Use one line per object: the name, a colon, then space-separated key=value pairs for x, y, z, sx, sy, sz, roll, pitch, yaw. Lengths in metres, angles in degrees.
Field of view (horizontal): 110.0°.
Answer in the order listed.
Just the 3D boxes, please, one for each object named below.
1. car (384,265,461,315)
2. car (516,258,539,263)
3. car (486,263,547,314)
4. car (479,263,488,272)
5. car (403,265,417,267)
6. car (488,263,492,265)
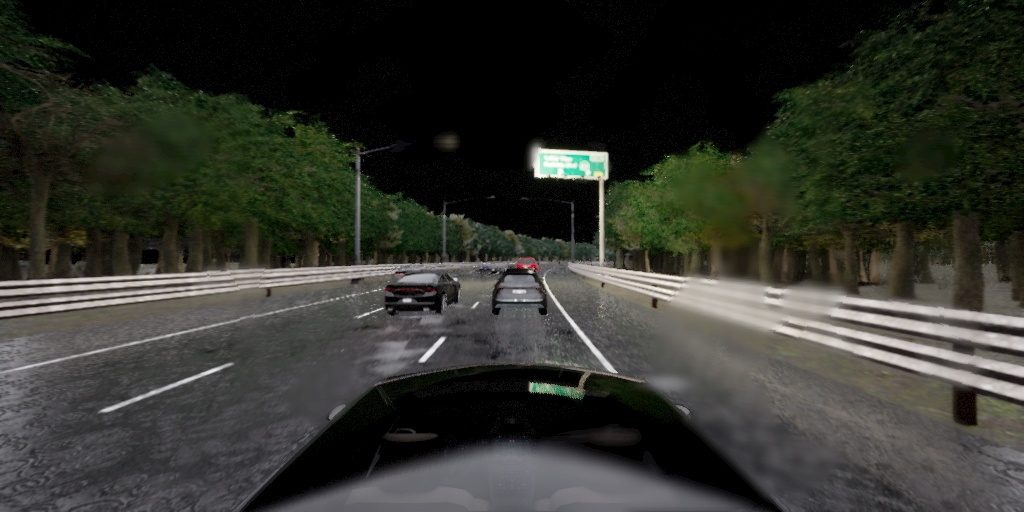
car: x=-3.269 y=1.288 z=13.960 sx=1.882 sy=1.535 sz=5.008 roll=0 pitch=0 yaw=2
car: x=1.545 y=1.214 z=35.904 sx=2.150 sy=2.045 sz=5.566 roll=0 pitch=0 yaw=5
car: x=0.308 y=1.251 z=14.174 sx=2.033 sy=1.649 sz=4.856 roll=0 pitch=0 yaw=2
car: x=-3.605 y=1.796 z=55.300 sx=1.895 sy=1.301 sz=4.718 roll=0 pitch=-1 yaw=8
car: x=-6.346 y=1.361 z=23.865 sx=2.128 sy=1.511 sz=4.902 roll=0 pitch=0 yaw=3
car: x=-1.345 y=1.679 z=44.634 sx=1.895 sy=1.301 sz=4.718 roll=0 pitch=-1 yaw=7
